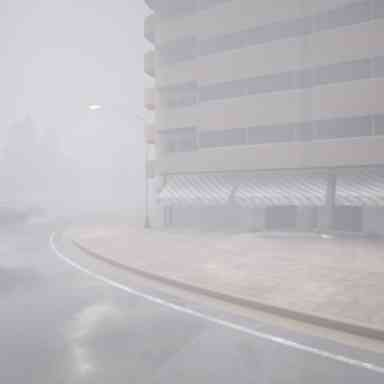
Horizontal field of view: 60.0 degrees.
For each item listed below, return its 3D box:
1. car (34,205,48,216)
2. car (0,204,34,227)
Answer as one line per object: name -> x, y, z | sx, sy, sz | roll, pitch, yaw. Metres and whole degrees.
car -> -17.759, 2.042, 35.796 | 1.895, 1.301, 4.718 | -1, -1, 10
car -> -14.567, 1.880, 25.918 | 2.033, 1.411, 5.357 | 0, -1, -6
